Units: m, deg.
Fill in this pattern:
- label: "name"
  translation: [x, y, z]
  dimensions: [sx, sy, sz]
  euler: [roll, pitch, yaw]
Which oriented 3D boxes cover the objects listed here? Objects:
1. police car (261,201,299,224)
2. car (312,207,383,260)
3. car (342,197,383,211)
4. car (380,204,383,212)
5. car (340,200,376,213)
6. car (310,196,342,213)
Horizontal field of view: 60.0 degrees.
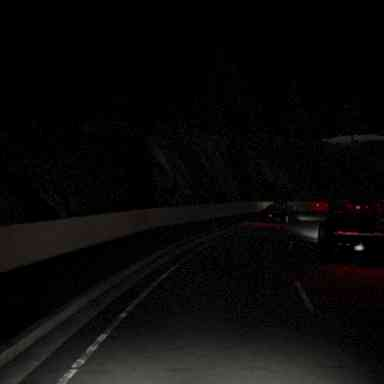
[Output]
- label: "police car"
  translation: [7.271, 1.590, 27.096]
  dimensions: [1.930, 1.638, 5.238]
  euler: [0, 0, 33]
- label: "car"
  translation: [6.044, 1.580, 12.941]
  dimensions: [2.128, 1.511, 4.902]
  euler: [0, 0, 17]
- label: "car"
  translation: [16.116, 1.438, 30.684]
  dimensions: [2.150, 2.045, 5.566]
  euler: [0, -1, 42]
- label: "car"
  translation: [16.062, 1.736, 25.259]
  dimensions: [2.033, 1.411, 5.357]
  euler: [0, 0, 37]
- label: "car"
  translation: [20.613, 1.791, 41.220]
  dimensions: [4.892, 1.490, 1.837]
  euler: [0, 0, -36]
- label: "car"
  translation: [14.997, 1.465, 36.507]
  dimensions: [5.566, 2.045, 2.150]
  euler: [0, 0, -44]
